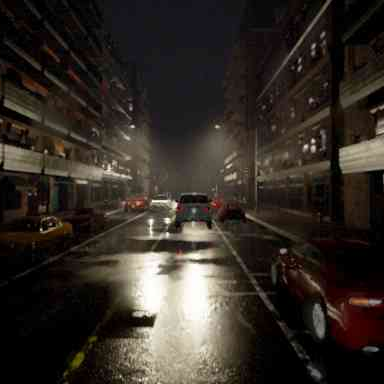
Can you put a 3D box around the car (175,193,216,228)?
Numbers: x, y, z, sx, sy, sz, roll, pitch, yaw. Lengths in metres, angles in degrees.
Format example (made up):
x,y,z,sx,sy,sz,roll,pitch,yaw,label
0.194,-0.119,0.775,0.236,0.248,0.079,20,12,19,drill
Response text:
x,y,z,sx,sy,sz,roll,pitch,yaw,label
0.110,1.065,21.063,2.150,2.045,5.566,0,1,0,car

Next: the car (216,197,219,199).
x,y,z,sx,sy,sz,roll,pitch,yaw,label
2.709,1.330,34.612,1.802,1.307,4.206,0,0,0,car

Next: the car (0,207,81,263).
x,y,z,sx,sy,sz,roll,pitch,yaw,label
-5.681,1.436,11.687,1.752,1.417,4.829,0,0,0,car

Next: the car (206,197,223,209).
x,y,z,sx,sy,sz,roll,pitch,yaw,label
2.712,1.292,40.302,1.802,1.307,4.206,0,0,0,car

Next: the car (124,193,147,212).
x,y,z,sx,sy,sz,roll,pitch,yaw,label
-5.670,1.064,34.616,2.192,1.841,5.009,0,0,0,car

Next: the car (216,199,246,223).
x,y,z,sx,sy,sz,roll,pitch,yaw,label
2.704,1.409,23.232,1.802,1.307,4.206,0,0,0,car

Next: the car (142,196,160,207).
x,y,z,sx,sy,sz,roll,pitch,yaw,label
-5.666,1.240,45.999,1.947,1.339,4.313,0,0,0,car

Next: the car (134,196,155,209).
x,y,z,sx,sy,sz,roll,pitch,yaw,label
-5.669,1.237,40.138,1.752,1.417,4.829,0,0,0,car

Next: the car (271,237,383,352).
x,y,z,sx,sy,sz,roll,pitch,yaw,label
2.697,1.496,6.162,1.887,1.381,4.507,0,0,0,car

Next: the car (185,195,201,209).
x,y,z,sx,sy,sz,roll,pitch,yaw,label
0.120,1.208,41.555,1.837,1.490,4.892,0,1,0,car

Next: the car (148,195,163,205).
x,y,z,sx,sy,sz,roll,pitch,yaw,label
-5.664,1.223,51.687,1.802,1.307,4.206,0,0,0,car

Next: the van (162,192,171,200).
x,y,z,sx,sy,sz,roll,pitch,yaw,label
-5.653,0.861,74.447,1.690,1.788,3.998,0,0,0,van

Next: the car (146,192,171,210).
x,y,z,sx,sy,sz,roll,pitch,yaw,label
-2.985,1.006,32.281,1.812,1.442,4.674,0,0,0,car

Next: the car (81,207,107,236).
x,y,z,sx,sy,sz,roll,pitch,yaw,label
-5.679,1.450,17.549,1.802,1.307,4.206,0,0,0,car

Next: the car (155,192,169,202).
x,y,z,sx,sy,sz,roll,pitch,yaw,label
-5.659,0.894,63.065,2.192,1.841,5.009,0,0,0,car
